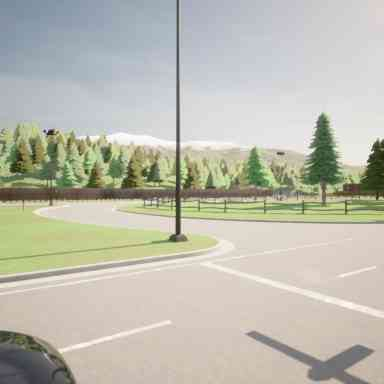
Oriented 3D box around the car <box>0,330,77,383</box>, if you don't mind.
[{"bbox_3d":[-3.052,1.505,1.568,4.892,1.490,1.837,0,0,-35],"label":"car"}]
